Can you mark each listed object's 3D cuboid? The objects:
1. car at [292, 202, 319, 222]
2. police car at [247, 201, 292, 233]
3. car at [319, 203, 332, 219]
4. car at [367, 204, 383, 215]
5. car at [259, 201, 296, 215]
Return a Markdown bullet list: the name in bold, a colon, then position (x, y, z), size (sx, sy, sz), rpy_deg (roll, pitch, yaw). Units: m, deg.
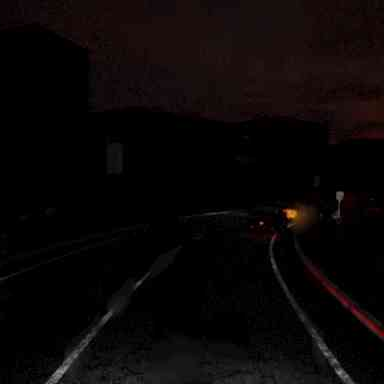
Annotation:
- **car**: position (9.266, 1.674, 29.085), size (1.801, 1.575, 5.366), rpy_deg (3, 1, 33)
- **police car**: position (4.786, 1.520, 20.661), size (1.930, 1.638, 5.238), rpy_deg (2, 0, 22)
- **car**: position (12.566, 1.832, 33.478), size (1.837, 1.490, 4.892), rpy_deg (4, 1, 40)
- **car**: position (26.596, 2.424, 46.018), size (5.357, 1.411, 2.033), rpy_deg (3, 3, -28)
- **car**: position (9.538, 1.701, 36.849), size (1.895, 1.301, 4.718), rpy_deg (4, 2, 41)
